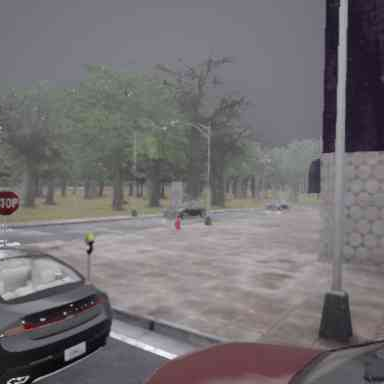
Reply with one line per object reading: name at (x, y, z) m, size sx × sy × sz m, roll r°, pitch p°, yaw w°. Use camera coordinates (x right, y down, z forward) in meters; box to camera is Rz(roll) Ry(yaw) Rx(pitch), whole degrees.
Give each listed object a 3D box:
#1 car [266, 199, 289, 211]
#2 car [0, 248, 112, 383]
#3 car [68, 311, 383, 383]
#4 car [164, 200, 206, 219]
car at (12.949, 1.872, 50.238) m, size 2.097 × 1.767 × 4.553 m, roll 2°, pitch 0°, yaw 36°
car at (-3.085, 1.541, 4.991) m, size 4.403 × 1.369 × 2.008 m, roll 0°, pitch 1°, yaw 36°
car at (1.419, 1.583, 1.778) m, size 4.206 × 1.307 × 1.802 m, roll 0°, pitch 1°, yaw 36°
car at (-0.626, 1.551, 31.335) m, size 2.097 × 1.767 × 4.553 m, roll 2°, pitch 0°, yaw 35°
